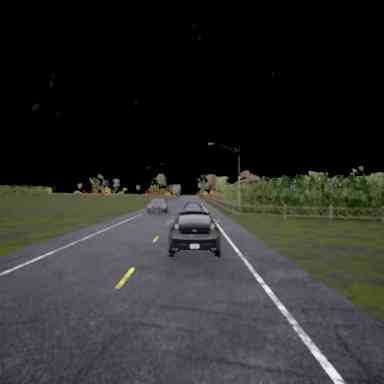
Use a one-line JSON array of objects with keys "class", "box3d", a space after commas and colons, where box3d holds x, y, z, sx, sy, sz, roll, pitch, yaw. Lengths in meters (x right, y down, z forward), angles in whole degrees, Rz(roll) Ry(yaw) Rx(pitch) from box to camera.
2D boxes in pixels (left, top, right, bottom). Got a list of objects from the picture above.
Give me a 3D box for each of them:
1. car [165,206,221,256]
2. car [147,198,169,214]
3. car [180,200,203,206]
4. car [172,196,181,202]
[{"class": "car", "box3d": [0.091, 1.530, 13.260, 1.837, 1.490, 4.892, 0, 0, 0]}, {"class": "car", "box3d": [-3.597, 1.416, 35.879, 2.097, 1.767, 4.553, 0, 0, 0]}, {"class": "car", "box3d": [0.091, 1.618, 29.237, 1.994, 1.385, 4.181, 0, 0, 0]}, {"class": "car", "box3d": [-3.507, 1.528, 76.735, 1.994, 1.385, 4.181, 0, 0, 0]}]
